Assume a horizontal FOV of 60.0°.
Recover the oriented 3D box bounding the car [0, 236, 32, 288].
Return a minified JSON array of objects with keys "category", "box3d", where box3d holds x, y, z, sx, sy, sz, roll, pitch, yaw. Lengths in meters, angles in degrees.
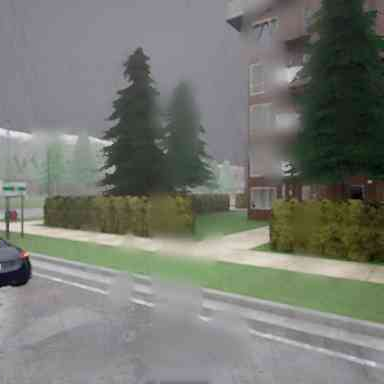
[{"category":"car","box3d":[-5.741,1.545,8.054,4.181,1.385,1.994,0,0,36]}]
